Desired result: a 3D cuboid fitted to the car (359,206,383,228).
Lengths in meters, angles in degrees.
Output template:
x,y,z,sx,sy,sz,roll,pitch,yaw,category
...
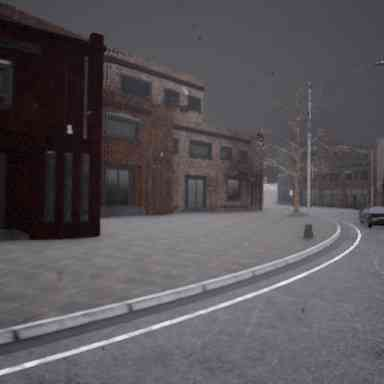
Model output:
x,y,z,sx,sy,sz,roll,pitch,yaw,category
12.861,1.680,23.038,2.033,1.411,5.357,0,0,18,car
